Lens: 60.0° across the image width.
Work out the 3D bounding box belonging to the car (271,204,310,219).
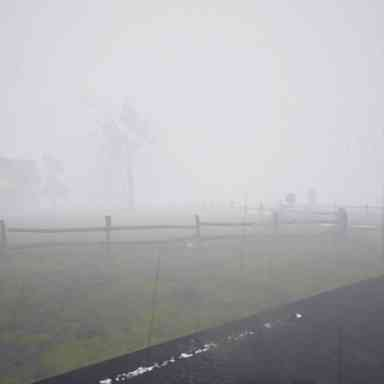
[{"bbox_3d":[9.177,1.831,31.496,1.812,1.442,4.674,1,-1,-15],"label":"car"}]
